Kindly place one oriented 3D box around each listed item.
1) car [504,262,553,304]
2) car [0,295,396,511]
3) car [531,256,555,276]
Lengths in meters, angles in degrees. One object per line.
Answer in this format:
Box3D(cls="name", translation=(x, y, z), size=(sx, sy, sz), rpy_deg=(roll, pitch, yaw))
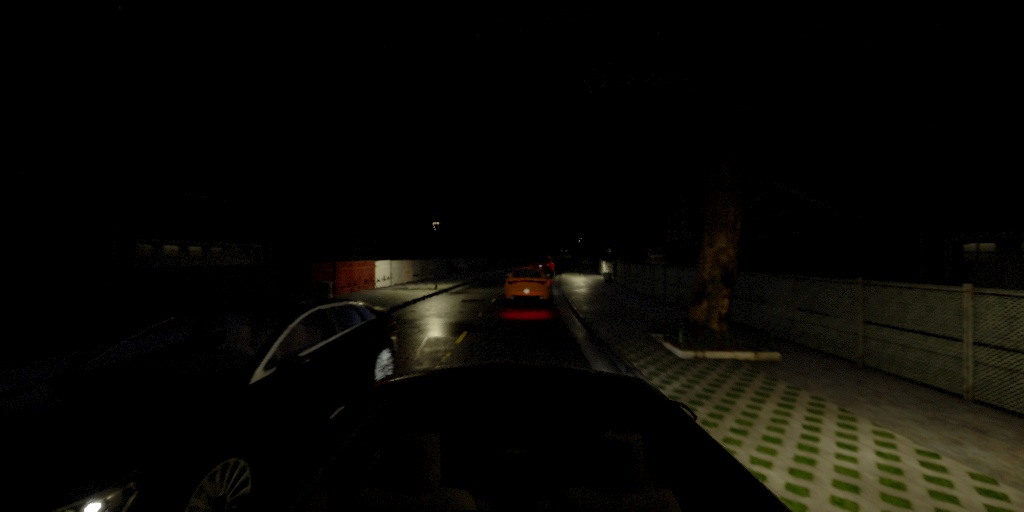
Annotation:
Box3D(cls="car", translation=(0.757, 1.238, 16.618), size=(1.882, 1.535, 5.008), rpy_deg=(0, 0, 4))
Box3D(cls="car", translation=(-2.765, 1.236, 3.799), size=(2.128, 1.511, 4.902), rpy_deg=(0, 0, 1))
Box3D(cls="car", translation=(3.026, 1.011, 35.425), size=(2.150, 2.045, 5.566), rpy_deg=(0, 0, 9))
